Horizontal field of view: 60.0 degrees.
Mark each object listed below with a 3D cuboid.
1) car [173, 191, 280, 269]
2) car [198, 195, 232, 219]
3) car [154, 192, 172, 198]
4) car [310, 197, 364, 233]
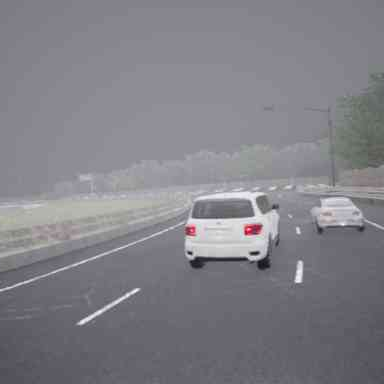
[{"bbox_3d":[1.493,1.015,10.523,2.150,2.045,5.566,-3,1,18],"label":"car"},{"bbox_3d":[1.930,1.092,26.595,2.128,1.511,4.902,-3,1,10],"label":"car"},{"bbox_3d":[-8.115,1.124,91.678,1.994,1.385,4.181,-4,1,-30],"label":"car"},{"bbox_3d":[6.513,0.949,15.267,1.812,1.442,4.674,-3,1,15],"label":"car"}]
